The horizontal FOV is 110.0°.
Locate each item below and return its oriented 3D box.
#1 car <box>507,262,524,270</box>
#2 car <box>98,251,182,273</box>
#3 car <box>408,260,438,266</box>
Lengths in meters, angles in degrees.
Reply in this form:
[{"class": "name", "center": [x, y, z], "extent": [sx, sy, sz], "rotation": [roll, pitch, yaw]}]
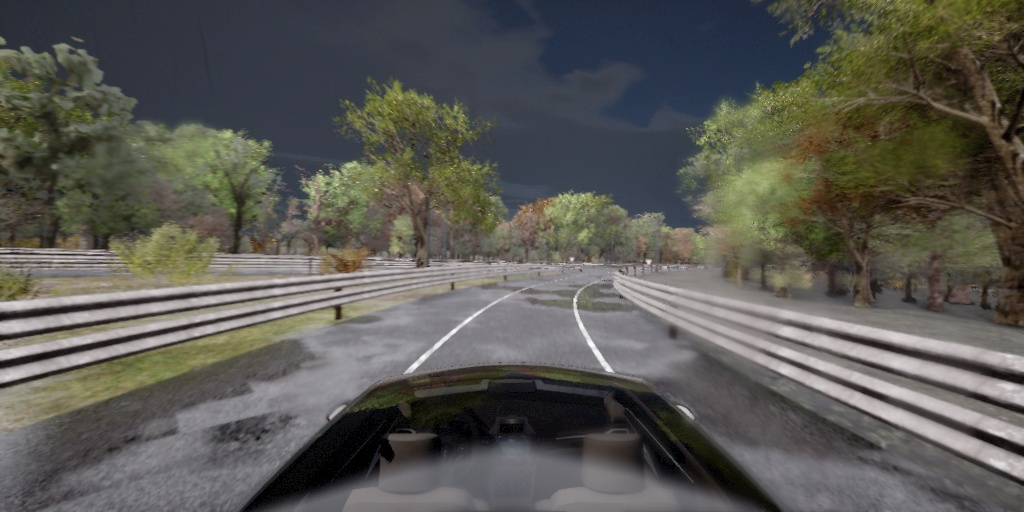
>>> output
[{"class": "car", "center": [0.279, 1.706, 62.614], "extent": [1.895, 1.301, 4.718], "rotation": [2, 0, 44]}, {"class": "car", "center": [-28.484, 0.512, 27.720], "extent": [1.812, 1.442, 4.674], "rotation": [2, 0, 44]}, {"class": "car", "center": [-12.234, 1.190, 49.628], "extent": [1.994, 1.385, 4.181], "rotation": [2, 0, 44]}]
